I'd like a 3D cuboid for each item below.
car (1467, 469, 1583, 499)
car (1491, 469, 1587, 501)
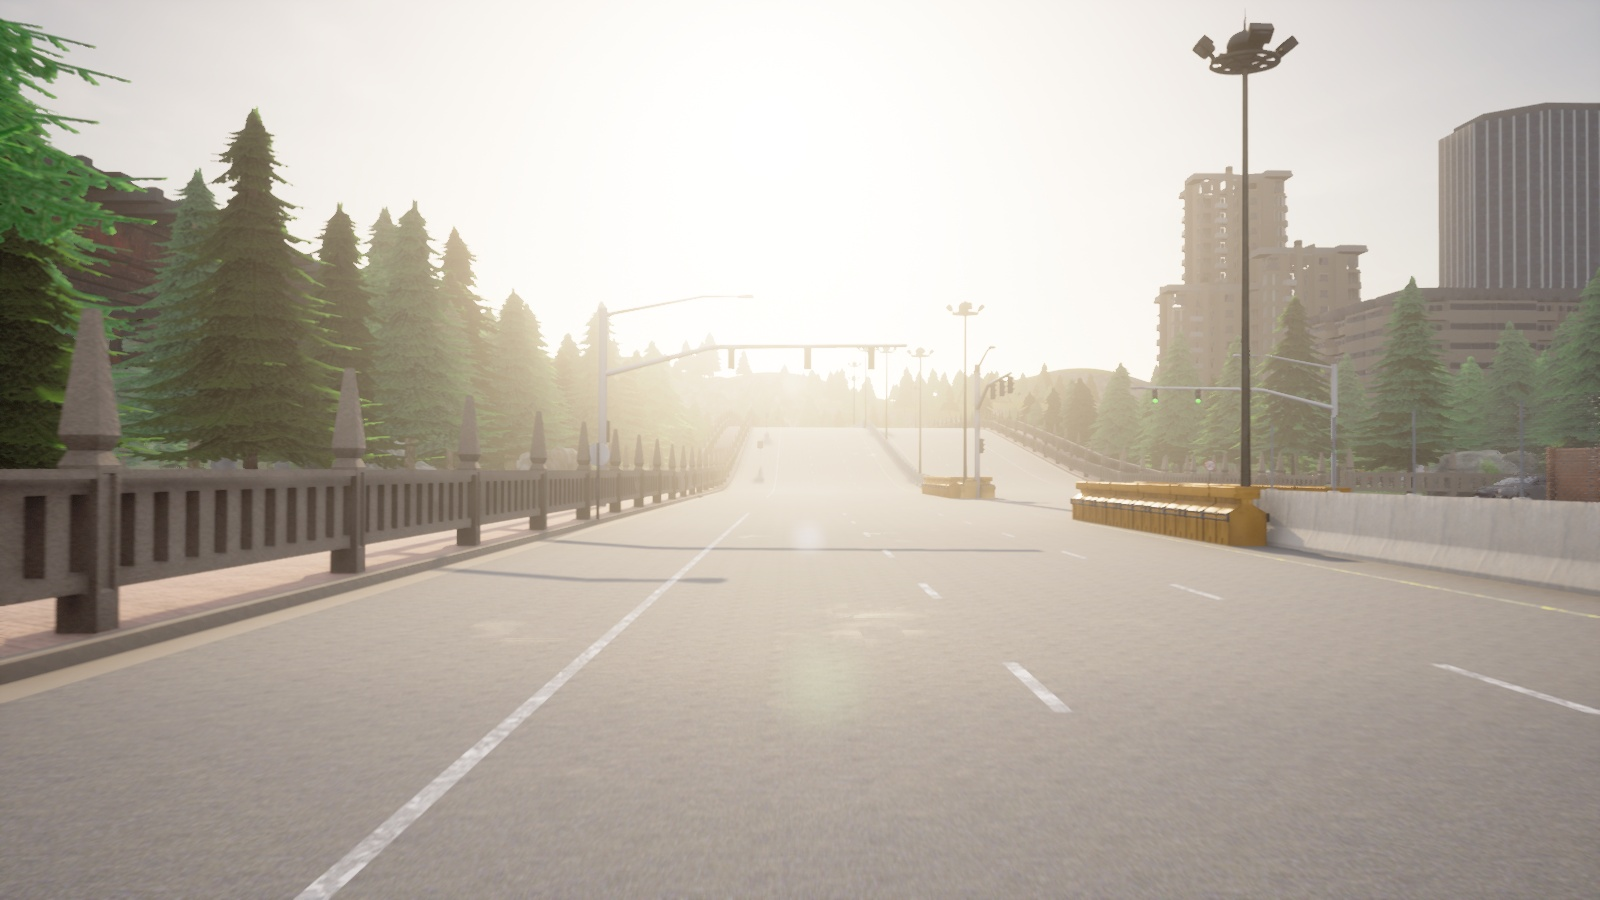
[{"bbox_3d":[37.887,1.763,65.720,4.792,1.488,2.163,0,-1,0],"label":"car"},{"bbox_3d":[36.568,1.724,62.211,3.633,1.501,1.845,0,-1,0],"label":"car"}]
